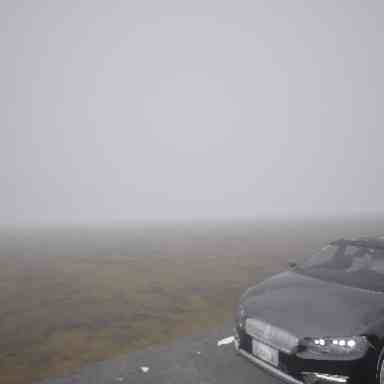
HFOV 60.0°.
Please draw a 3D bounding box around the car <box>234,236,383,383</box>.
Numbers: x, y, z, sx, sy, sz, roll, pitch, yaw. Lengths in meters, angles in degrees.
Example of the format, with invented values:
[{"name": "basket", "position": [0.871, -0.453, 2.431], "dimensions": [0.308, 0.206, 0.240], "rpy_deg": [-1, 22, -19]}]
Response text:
[{"name": "car", "position": [2.791, 1.487, 5.058], "dimensions": [4.902, 1.511, 2.128], "rpy_deg": [0, 0, -35]}]
